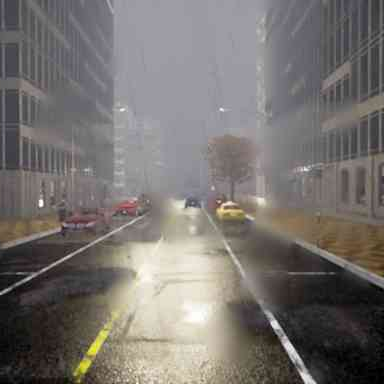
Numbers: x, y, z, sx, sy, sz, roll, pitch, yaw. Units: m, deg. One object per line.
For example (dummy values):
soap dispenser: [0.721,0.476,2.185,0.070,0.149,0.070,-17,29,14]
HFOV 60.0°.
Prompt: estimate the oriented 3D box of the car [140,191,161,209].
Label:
car: [-5.302,0.994,39.452,2.192,1.841,5.009,0,0,0]

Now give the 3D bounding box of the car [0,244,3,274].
car: [-5.314,1.516,6.170,1.947,1.339,4.313,0,0,0]

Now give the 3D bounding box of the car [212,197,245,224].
car: [2.572,1.339,22.979,1.752,1.417,4.829,0,0,0]

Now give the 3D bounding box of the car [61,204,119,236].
car: [-5.310,1.443,17.265,1.802,1.307,4.206,0,0,0]

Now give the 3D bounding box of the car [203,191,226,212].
car: [2.580,1.039,33.900,2.192,1.841,5.009,0,0,0]

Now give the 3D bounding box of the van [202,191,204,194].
van: [2.581,0.973,44.996,1.690,1.788,3.998,0,0,0]

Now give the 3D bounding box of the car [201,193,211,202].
car: [2.587,1.017,61.810,1.752,1.417,4.829,0,0,0]

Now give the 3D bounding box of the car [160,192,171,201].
car: [-5.291,0.887,67.189,1.967,1.590,4.097,0,0,0]

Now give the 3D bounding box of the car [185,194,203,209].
car: [0.114,1.236,40.140,1.994,1.385,4.181,0,0,0]

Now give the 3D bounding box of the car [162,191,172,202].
car: [-5.294,0.808,61.641,2.192,1.841,5.009,0,0,0]

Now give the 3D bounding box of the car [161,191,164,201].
car: [-5.300,1.073,45.000,1.967,1.590,4.097,0,0,0]

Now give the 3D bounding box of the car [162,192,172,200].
car: [-5.380,0.839,72.733,1.967,1.590,4.097,0,0,0]

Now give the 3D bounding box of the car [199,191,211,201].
car: [2.589,0.761,67.185,2.192,1.841,5.009,0,0,0]

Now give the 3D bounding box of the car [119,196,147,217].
car: [-5.306,1.315,28.360,1.887,1.381,4.507,0,0,0]
